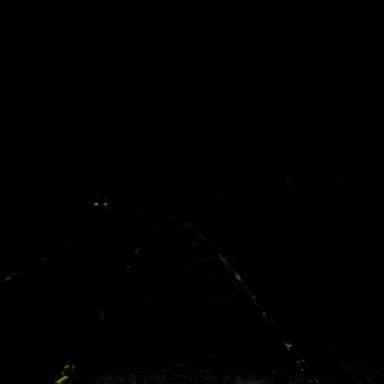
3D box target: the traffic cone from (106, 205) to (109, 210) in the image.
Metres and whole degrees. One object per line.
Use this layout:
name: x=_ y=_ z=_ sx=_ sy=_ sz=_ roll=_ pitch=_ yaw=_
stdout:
traffic cone: x=-9.503 y=1.969 z=38.226 sx=0.340 sy=0.580 sz=0.340 roll=0 pitch=0 yaw=-16

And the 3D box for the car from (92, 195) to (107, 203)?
car: x=-18.892 y=1.384 z=67.986 sx=2.097 sy=1.767 sz=4.553 roll=0 pitch=0 yaw=-28
